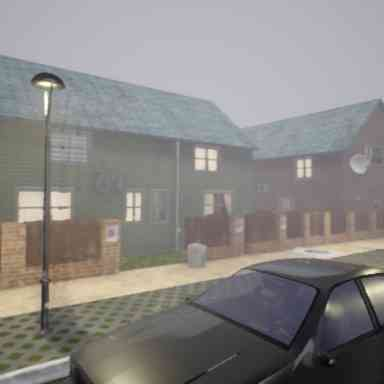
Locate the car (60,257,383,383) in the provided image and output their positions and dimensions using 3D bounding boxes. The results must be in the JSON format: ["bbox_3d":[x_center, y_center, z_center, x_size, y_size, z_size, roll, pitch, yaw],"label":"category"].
[{"bbox_3d":[1.353,1.595,4.047,5.357,1.411,2.033,1,-1,-36],"label":"car"}]
